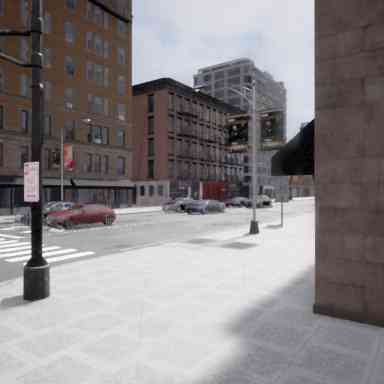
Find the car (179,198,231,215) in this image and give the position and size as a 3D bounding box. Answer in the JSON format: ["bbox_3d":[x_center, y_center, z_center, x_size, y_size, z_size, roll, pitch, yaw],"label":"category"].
[{"bbox_3d":[1.398,1.430,32.598,2.033,1.411,5.357,0,0,35],"label":"car"}]

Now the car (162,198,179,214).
[{"bbox_3d":[-1.090,1.380,34.692,2.128,1.511,4.902,0,0,36],"label":"car"}]

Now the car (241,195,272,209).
[{"bbox_3d":[8.533,1.182,42.680,2.097,1.767,4.553,0,0,35],"label":"car"}]

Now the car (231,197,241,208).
[{"bbox_3d":[6.454,1.379,45.367,2.033,1.411,5.357,0,0,36],"label":"car"}]

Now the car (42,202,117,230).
[{"bbox_3d":[-6.849,1.469,20.892,1.812,1.442,4.674,0,0,35],"label":"car"}]

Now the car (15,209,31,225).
[{"bbox_3d":[-9.463,1.441,22.825,2.128,1.511,4.902,0,0,35],"label":"car"}]
